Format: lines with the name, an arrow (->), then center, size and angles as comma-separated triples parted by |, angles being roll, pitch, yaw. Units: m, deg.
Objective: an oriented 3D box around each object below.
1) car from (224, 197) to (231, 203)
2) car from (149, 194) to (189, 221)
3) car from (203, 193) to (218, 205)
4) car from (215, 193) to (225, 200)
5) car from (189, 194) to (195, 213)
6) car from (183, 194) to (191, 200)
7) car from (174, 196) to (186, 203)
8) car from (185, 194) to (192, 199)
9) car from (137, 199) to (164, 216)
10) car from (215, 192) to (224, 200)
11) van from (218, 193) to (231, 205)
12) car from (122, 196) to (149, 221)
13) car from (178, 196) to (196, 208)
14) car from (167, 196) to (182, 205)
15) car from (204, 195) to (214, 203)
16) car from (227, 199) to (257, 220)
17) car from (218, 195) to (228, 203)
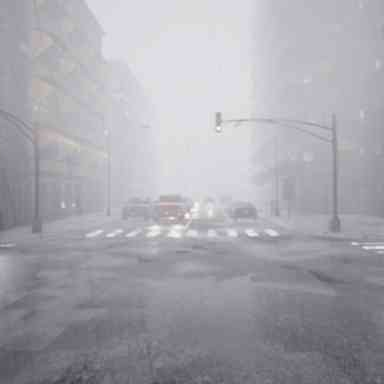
car -> 4.409, 1.471, 32.268 | 1.802, 1.307, 4.206 | 0, 0, 3
car -> -1.699, 1.167, 26.683 | 2.150, 2.045, 5.566 | 0, 0, 2
car -> 2.877, 1.319, 55.907 | 1.882, 1.535, 5.008 | 0, 0, 3
car -> 6.896, 1.064, 82.345 | 2.192, 1.841, 5.009 | 0, 0, 3
car -> -1.171, 1.271, 36.238 | 2.097, 1.767, 4.553 | 0, 0, 3
car -> -1.197, 1.336, 88.366 | 1.887, 1.381, 4.507 | 0, 0, 3
car -> -2.302, 1.419, 66.108 | 1.947, 1.339, 4.313 | 0, 0, 3
car -> -0.921, 1.358, 93.930 | 1.802, 1.307, 4.206 | 0, 0, 3
car -> -3.958, 1.492, 32.724 | 1.887, 1.381, 4.507 | 0, 0, 3
car -> 7.172, 1.049, 87.909 | 2.192, 1.841, 5.009 | 0, 0, 3
van -> 5.515, 1.167, 54.525 | 1.690, 1.788, 3.998 | 0, 0, 3
car -> -4.233, 1.278, 27.158 | 2.192, 1.841, 5.009 | 0, 0, 3
car -> -0.603, 1.381, 46.293 | 2.128, 1.511, 4.902 | 0, 0, 3
car -> -2.854, 1.450, 54.980 | 1.947, 1.339, 4.313 | 0, 0, 3
car -> 3.377, 1.317, 65.966 | 1.837, 1.490, 4.892 | 0, 0, 3
car -> 4.133, 1.471, 26.704 | 1.947, 1.339, 4.313 | 0, 0, 3
car -> 6.066, 1.340, 65.653 | 1.887, 1.381, 4.507 | 0, 0, 3
